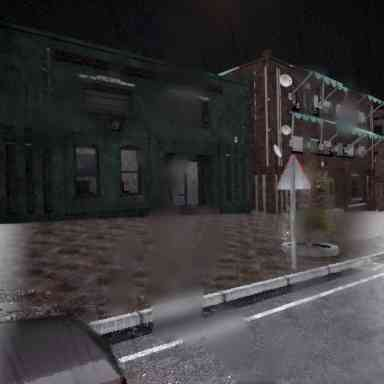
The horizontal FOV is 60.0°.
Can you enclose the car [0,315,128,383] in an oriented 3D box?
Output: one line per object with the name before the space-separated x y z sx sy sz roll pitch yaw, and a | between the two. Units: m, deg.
car | -2.851 1.527 1.386 5.357 1.411 2.033 -1 0 -35
